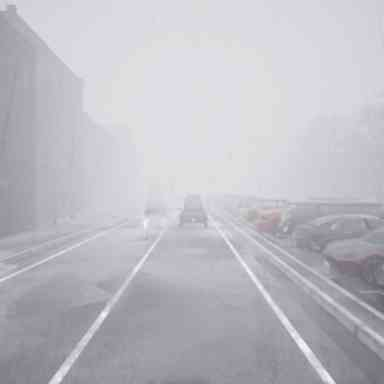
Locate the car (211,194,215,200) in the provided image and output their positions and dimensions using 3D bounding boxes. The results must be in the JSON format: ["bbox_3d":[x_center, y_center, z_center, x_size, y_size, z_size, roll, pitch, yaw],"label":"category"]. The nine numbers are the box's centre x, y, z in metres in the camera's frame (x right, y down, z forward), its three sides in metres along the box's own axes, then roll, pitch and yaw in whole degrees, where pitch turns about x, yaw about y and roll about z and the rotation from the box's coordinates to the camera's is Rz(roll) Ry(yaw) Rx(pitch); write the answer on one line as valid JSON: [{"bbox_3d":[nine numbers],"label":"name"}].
[{"bbox_3d":[6.255,1.541,56.358,5.008,1.535,2.097,0,0,0],"label":"car"}]

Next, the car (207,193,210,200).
[{"bbox_3d":[6.295,1.519,70.274,5.008,1.535,2.097,0,0,0],"label":"car"}]

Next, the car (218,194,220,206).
[{"bbox_3d":[6.179,1.427,45.224,4.553,1.767,2.185,0,0,0],"label":"car"}]

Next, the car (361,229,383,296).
[{"bbox_3d":[6.073,1.582,6.258,4.674,1.452,2.002,0,0,0],"label":"car"}]

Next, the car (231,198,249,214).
[{"bbox_3d":[6.157,1.557,28.523,4.892,1.521,2.231,0,0,0],"label":"car"}]

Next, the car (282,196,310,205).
[{"bbox_3d":[19.352,1.573,61.911,4.674,1.452,2.002,0,0,0],"label":"car"}]

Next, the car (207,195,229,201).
[{"bbox_3d":[6.335,1.482,81.413,5.008,1.535,2.097,0,0,0],"label":"car"}]

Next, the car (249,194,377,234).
[{"bbox_3d":[6.082,1.299,17.391,5.566,2.045,2.435,0,0,0],"label":"car"}]

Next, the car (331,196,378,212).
[{"bbox_3d":[19.238,1.430,39.632,4.553,1.767,2.185,0,0,0],"label":"car"}]

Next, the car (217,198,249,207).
[{"bbox_3d":[6.233,1.589,50.791,4.674,1.452,2.002,0,0,0],"label":"car"}]

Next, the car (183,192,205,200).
[{"bbox_3d":[0.102,1.260,40.155,2.150,2.045,5.566,0,0,0],"label":"car"}]

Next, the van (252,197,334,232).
[{"bbox_3d":[6.004,1.326,20.174,4.442,1.987,1.878,0,0,0],"label":"van"}]

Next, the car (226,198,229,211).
[{"bbox_3d":[6.173,1.597,34.091,4.674,1.452,2.002,0,0,0],"label":"car"}]

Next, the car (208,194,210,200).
[{"bbox_3d":[6.475,1.521,67.490,5.366,1.575,1.946,0,0,0],"label":"car"}]

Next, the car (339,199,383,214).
[{"bbox_3d":[19.265,1.556,36.847,5.008,1.535,2.097,0,0,0],"label":"car"}]

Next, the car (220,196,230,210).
[{"bbox_3d":[6.161,1.586,39.657,4.792,1.488,2.163,0,0,0],"label":"car"}]

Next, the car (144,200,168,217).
[{"bbox_3d":[-3.345,1.514,31.542,1.882,1.535,5.008,0,0,0],"label":"car"}]

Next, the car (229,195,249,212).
[{"bbox_3d":[6.129,1.432,31.308,4.553,1.767,2.185,0,0,0],"label":"car"}]

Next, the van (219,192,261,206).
[{"bbox_3d":[6.083,1.329,42.504,4.442,1.987,1.878,0,0,0],"label":"van"}]

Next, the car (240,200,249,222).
[{"bbox_3d":[6.124,1.555,22.957,4.892,1.521,2.231,0,0,0],"label":"car"}]

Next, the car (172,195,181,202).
[{"bbox_3d":[-3.314,1.462,73.861,1.812,1.442,4.674,0,0,0],"label":"car"}]

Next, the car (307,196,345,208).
[{"bbox_3d":[19.269,1.425,47.986,4.553,1.767,2.185,0,0,0],"label":"car"}]

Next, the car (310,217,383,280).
[{"bbox_3d":[6.052,1.573,9.041,4.792,1.488,2.163,0,0,0],"label":"car"}]

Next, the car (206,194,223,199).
[{"bbox_3d":[6.419,1.301,95.346,4.792,1.488,2.163,0,1,0],"label":"car"}]

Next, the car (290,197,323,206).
[{"bbox_3d":[19.337,1.542,56.341,4.892,1.521,2.231,0,0,0],"label":"car"}]

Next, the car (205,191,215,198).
[{"bbox_3d":[6.338,1.263,73.057,5.566,2.045,2.435,0,0,0],"label":"car"}]

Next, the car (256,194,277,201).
[{"bbox_3d":[19.446,1.420,87.115,5.008,1.535,2.097,0,1,0],"label":"car"}]

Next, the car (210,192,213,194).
[{"bbox_3d":[6.249,1.403,64.833,4.553,1.767,2.185,0,0,0],"label":"car"}]

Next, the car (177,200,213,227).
[{"bbox_3d":[0.099,1.520,23.034,2.128,1.511,4.902,0,0,0],"label":"car"}]

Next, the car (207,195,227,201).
[{"bbox_3d":[6.344,1.456,84.203,5.008,1.535,2.097,0,1,0],"label":"car"}]

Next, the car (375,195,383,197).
[{"bbox_3d":[19.222,1.305,34.060,5.566,2.045,2.435,0,0,0],"label":"car"}]

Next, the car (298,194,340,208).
[{"bbox_3d":[19.282,1.297,50.770,5.566,2.045,2.435,0,0,0],"label":"car"}]

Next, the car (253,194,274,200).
[{"bbox_3d":[19.265,1.375,89.905,5.366,1.575,1.946,0,1,0],"label":"car"}]

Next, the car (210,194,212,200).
[{"bbox_3d":[6.276,1.535,61.925,4.892,1.521,2.231,0,0,0],"label":"car"}]

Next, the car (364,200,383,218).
[{"bbox_3d":[19.247,1.558,31.277,4.892,1.521,2.231,0,0,0],"label":"car"}]

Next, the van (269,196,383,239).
[{"bbox_3d":[5.985,1.322,14.732,4.442,1.987,1.878,0,0,0],"label":"van"}]

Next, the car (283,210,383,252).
[{"bbox_3d":[6.084,1.547,11.825,4.892,1.521,2.231,0,0,0],"label":"car"}]

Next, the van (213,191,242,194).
[{"bbox_3d":[6.377,1.312,59.140,4.442,1.987,1.878,0,0,0],"label":"van"}]

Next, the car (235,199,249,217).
[{"bbox_3d":[6.326,1.552,25.740,5.366,1.575,1.946,0,0,0],"label":"car"}]

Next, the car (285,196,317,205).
[{"bbox_3d":[19.345,1.537,59.126,5.008,1.535,2.097,0,0,0],"label":"car"}]

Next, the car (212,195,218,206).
[{"bbox_3d":[6.035,1.548,48.008,5.366,1.575,1.946,0,0,0],"label":"car"}]

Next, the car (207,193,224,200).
[{"bbox_3d":[6.411,1.205,92.556,4.553,1.767,2.185,0,1,0],"label":"car"}]
